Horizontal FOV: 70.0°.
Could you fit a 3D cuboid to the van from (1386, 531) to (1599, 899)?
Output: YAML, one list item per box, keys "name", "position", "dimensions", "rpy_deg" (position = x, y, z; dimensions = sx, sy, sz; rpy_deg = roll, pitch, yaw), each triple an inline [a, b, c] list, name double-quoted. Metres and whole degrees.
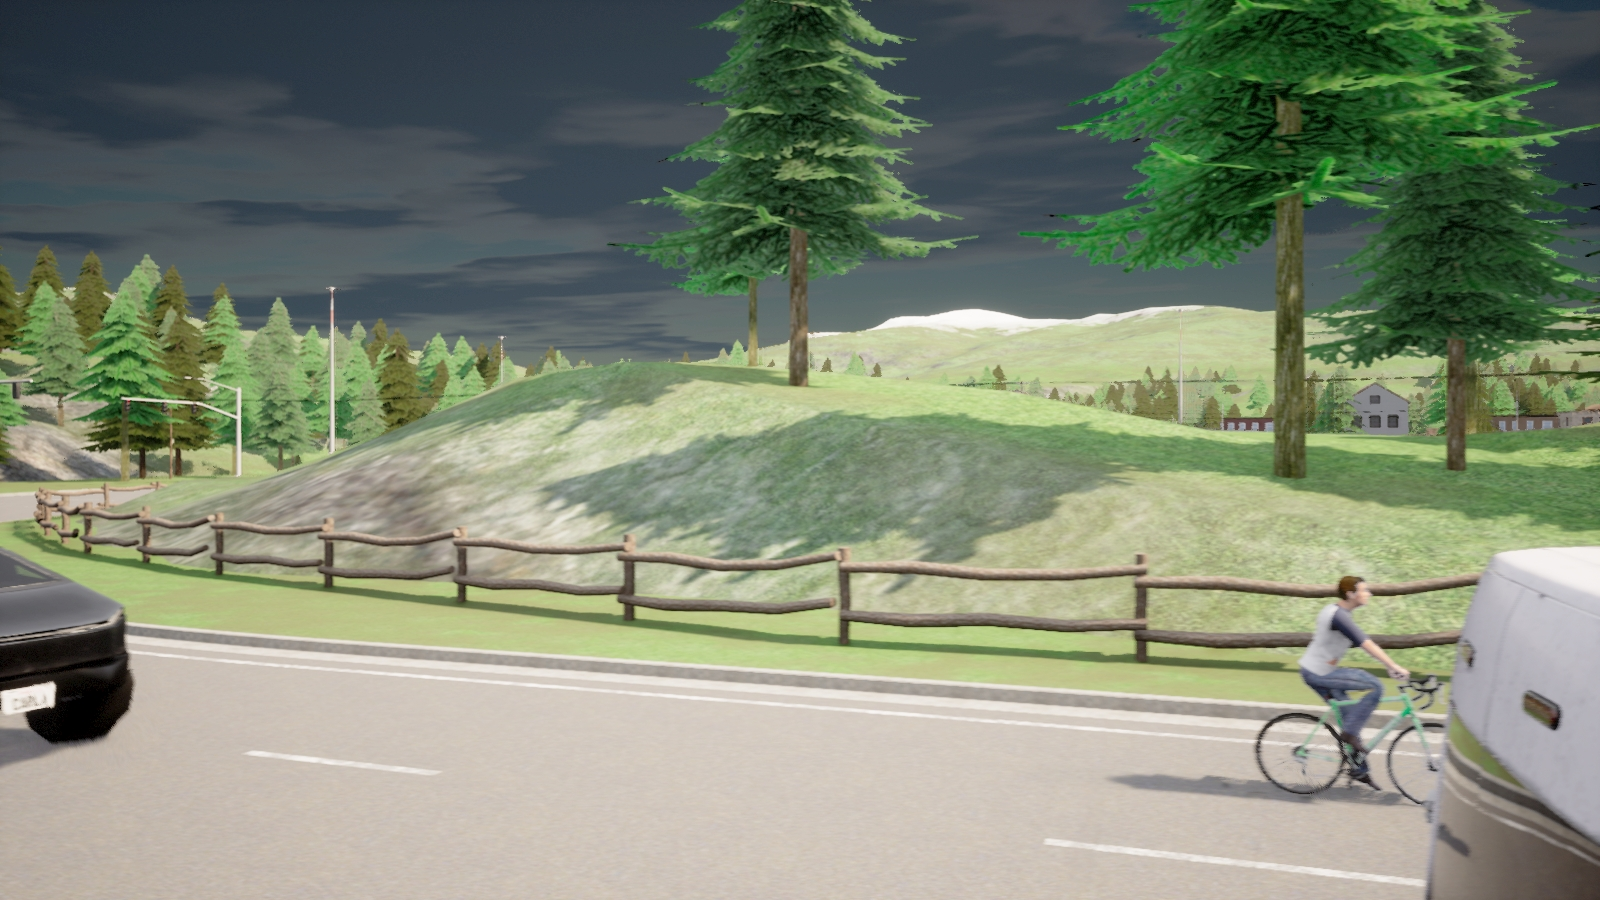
- name: "van"
  position: [4.333, 1.533, 1.732]
  dimensions: [5.915, 2.561, 1.988]
  rpy_deg: [0, 0, 19]

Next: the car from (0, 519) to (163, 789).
- name: "car"
  position: [-9.352, 1.761, 11.019]
  dimensions: [6.274, 2.098, 2.390]
  rpy_deg: [0, 0, 25]

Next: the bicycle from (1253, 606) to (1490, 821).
- name: "bicycle"
  position: [4.509, 2.056, 9.109]
  dimensions: [1.643, 1.496, 0.373]
  rpy_deg: [0, 0, 20]
